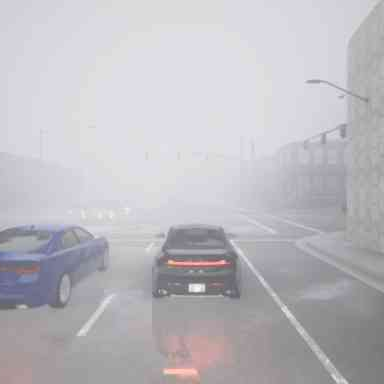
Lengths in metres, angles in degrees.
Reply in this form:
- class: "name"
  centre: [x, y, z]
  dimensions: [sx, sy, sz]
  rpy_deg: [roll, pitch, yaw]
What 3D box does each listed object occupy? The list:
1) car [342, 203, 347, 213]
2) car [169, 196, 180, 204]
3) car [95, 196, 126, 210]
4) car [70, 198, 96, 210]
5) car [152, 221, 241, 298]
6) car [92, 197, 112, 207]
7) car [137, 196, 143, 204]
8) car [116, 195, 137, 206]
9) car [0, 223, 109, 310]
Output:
- class: "car"
  centre: [14.996, 1.000, 27.522]
  dimensions: [5.008, 1.535, 1.882]
  rpy_deg: [-5, 0, 0]
- class: "car"
  centre: [-3.220, 1.444, 61.354]
  dimensions: [1.882, 1.535, 5.008]
  rpy_deg: [0, 0, 0]
- class: "car"
  centre: [-10.478, 1.578, 43.159]
  dimensions: [1.895, 1.301, 4.718]
  rpy_deg: [0, 0, 3]
- class: "car"
  centre: [-13.970, 1.503, 42.578]
  dimensions: [1.812, 1.442, 4.674]
  rpy_deg: [0, 0, 1]
- class: "car"
  centre: [0.104, 1.500, 8.478]
  dimensions: [1.837, 1.490, 4.892]
  rpy_deg: [0, 0, 0]
- class: "car"
  centre: [-13.936, 1.498, 51.679]
  dimensions: [1.812, 1.442, 4.674]
  rpy_deg: [0, 0, 0]
- class: "car"
  centre: [-10.373, 1.492, 62.475]
  dimensions: [1.812, 1.442, 4.674]
  rpy_deg: [0, 0, 0]
- class: "car"
  centre: [-10.434, 1.571, 52.321]
  dimensions: [1.895, 1.301, 4.718]
  rpy_deg: [0, 0, 0]
- class: "car"
  centre: [-3.401, 1.473, 7.933]
  dimensions: [1.882, 1.535, 5.008]
  rpy_deg: [0, 0, 0]
